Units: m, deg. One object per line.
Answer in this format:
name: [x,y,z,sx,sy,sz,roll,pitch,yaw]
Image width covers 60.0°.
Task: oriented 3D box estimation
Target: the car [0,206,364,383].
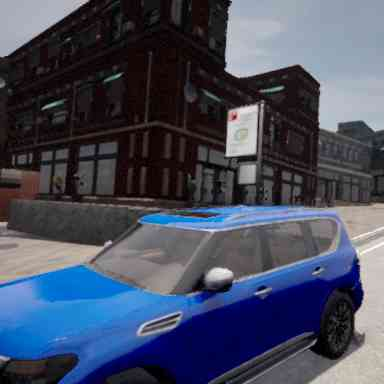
car: [0.168,1.252,4.358,5.566,2.045,2.150,0,0,-40]
